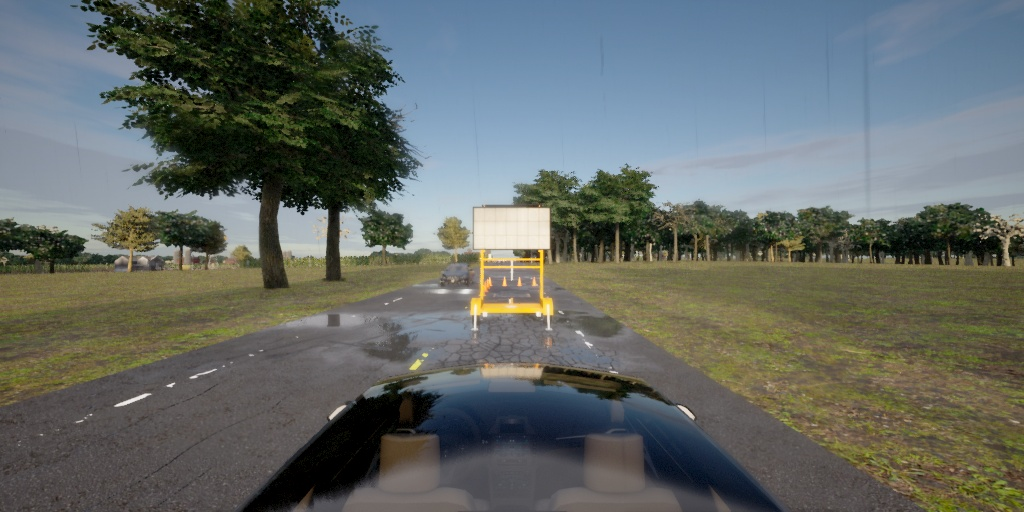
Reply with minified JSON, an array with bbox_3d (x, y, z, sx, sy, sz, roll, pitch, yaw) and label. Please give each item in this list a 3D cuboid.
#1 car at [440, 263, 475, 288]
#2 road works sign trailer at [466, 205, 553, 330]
[{"bbox_3d":[-3.606,1.266,24.250,1.837,1.490,4.892,0,0,0],"label":"car"},{"bbox_3d":[-0.003,0.218,11.126,2.380,3.560,2.880,0,0,0],"label":"road works sign trailer"}]
